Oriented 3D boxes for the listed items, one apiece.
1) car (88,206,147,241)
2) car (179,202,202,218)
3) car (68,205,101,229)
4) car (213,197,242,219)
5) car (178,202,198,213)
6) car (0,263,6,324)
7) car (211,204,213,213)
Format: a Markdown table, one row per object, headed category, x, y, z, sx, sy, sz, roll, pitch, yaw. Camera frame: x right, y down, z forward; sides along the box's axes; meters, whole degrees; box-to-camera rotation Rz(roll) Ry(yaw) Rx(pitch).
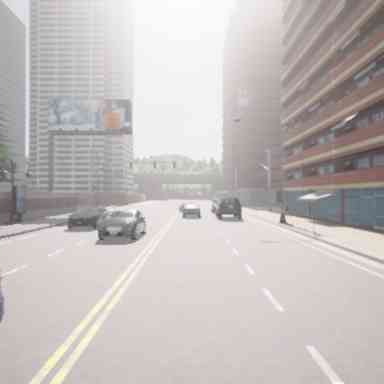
| category | x | y | z | sx | sy | sz | roll | pitch | yaw |
| --- | --- | --- | --- | --- | --- | --- | --- | --- | --- |
| car | -3.591 | 1.651 | 17.760 | 2.128 | 1.511 | 4.902 | 0 | -1 | 0 |
| car | -0.004 | 1.853 | 34.474 | 2.033 | 1.411 | 5.357 | 0 | -1 | 0 |
| car | -7.053 | 1.693 | 23.311 | 1.882 | 1.535 | 5.008 | 0 | -1 | 0 |
| car | 3.490 | 1.506 | 32.161 | 2.150 | 2.045 | 5.566 | 0 | -1 | 0 |
| car | -0.610 | 1.994 | 44.312 | 1.895 | 1.301 | 4.718 | 0 | 0 | -10 |
| car | -3.603 | 1.244 | 2.232 | 2.150 | 2.045 | 5.566 | 0 | -1 | 0 |
| car | 3.429 | 1.925 | 42.691 | 2.033 | 1.411 | 5.357 | 0 | 0 | 0 |
